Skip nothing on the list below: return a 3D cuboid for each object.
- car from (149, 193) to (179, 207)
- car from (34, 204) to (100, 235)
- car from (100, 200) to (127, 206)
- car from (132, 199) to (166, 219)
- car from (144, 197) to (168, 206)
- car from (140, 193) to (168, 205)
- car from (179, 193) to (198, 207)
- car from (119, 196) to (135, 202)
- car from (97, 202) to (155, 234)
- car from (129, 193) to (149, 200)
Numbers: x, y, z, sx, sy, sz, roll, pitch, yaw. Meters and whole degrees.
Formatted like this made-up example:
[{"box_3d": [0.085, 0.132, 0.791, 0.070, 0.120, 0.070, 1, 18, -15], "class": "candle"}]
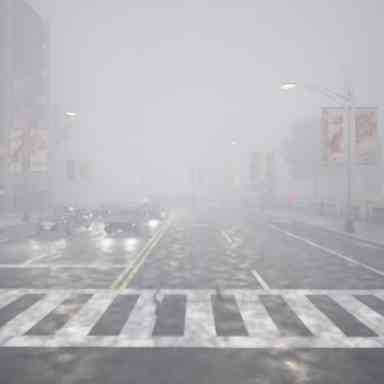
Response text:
[{"box_3d": [-4.255, 1.348, 49.374, 2.097, 1.767, 4.553, 0, 0, -29], "class": "car"}, {"box_3d": [-7.111, 1.490, 18.823, 2.128, 1.511, 4.902, 0, 0, 0], "class": "car"}, {"box_3d": [-7.121, 1.599, 28.092, 1.895, 1.301, 4.718, 0, 0, 0], "class": "car"}, {"box_3d": [-3.622, 1.562, 28.510, 1.994, 1.385, 4.181, 0, 0, 0], "class": "car"}, {"box_3d": [-4.278, 1.561, 38.579, 1.994, 1.385, 4.181, 0, 0, -10], "class": "car"}, {"box_3d": [-6.937, 1.216, 59.897, 2.150, 2.045, 5.566, 0, 0, -43], "class": "car"}, {"box_3d": [-1.211, 1.217, 51.077, 2.150, 2.045, 5.566, 0, 0, -29], "class": "car"}, {"box_3d": [-7.791, 1.523, 38.260, 1.812, 1.442, 4.674, 0, 0, -10], "class": "car"}, {"box_3d": [-3.615, 1.546, 19.293, 2.033, 1.411, 5.357, 0, 0, 0], "class": "car"}, {"box_3d": [-9.664, 1.217, 57.702, 2.150, 2.045, 5.566, 0, 0, -43], "class": "car"}]
